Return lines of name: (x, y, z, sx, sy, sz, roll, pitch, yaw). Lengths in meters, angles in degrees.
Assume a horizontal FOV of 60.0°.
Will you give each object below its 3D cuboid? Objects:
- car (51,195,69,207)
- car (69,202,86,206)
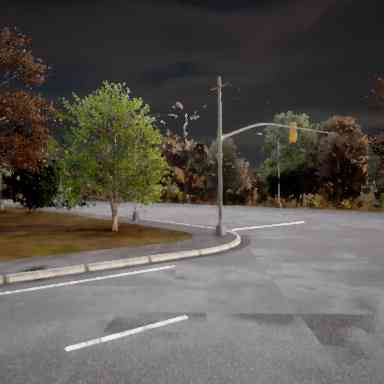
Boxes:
car: (-21.282, 1.311, 50.985, 2.150, 2.045, 5.566, -1, 0, -39)
car: (-18.553, 1.606, 53.183, 1.895, 1.301, 4.718, -1, 0, -39)
